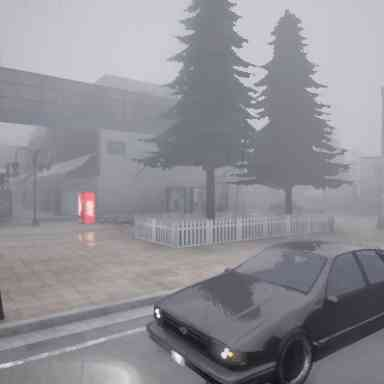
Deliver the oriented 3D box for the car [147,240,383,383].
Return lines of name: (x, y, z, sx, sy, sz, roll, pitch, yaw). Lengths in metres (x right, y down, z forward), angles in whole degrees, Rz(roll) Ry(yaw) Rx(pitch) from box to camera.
car: (1.997, 1.547, 5.431, 5.357, 1.411, 2.033, 0, 0, -36)

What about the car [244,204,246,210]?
car: (4.116, 1.460, 38.864, 1.882, 1.535, 5.008, 0, 0, -34)

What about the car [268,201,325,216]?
car: (9.551, 1.529, 30.784, 2.033, 1.411, 5.357, 0, 0, -34)
